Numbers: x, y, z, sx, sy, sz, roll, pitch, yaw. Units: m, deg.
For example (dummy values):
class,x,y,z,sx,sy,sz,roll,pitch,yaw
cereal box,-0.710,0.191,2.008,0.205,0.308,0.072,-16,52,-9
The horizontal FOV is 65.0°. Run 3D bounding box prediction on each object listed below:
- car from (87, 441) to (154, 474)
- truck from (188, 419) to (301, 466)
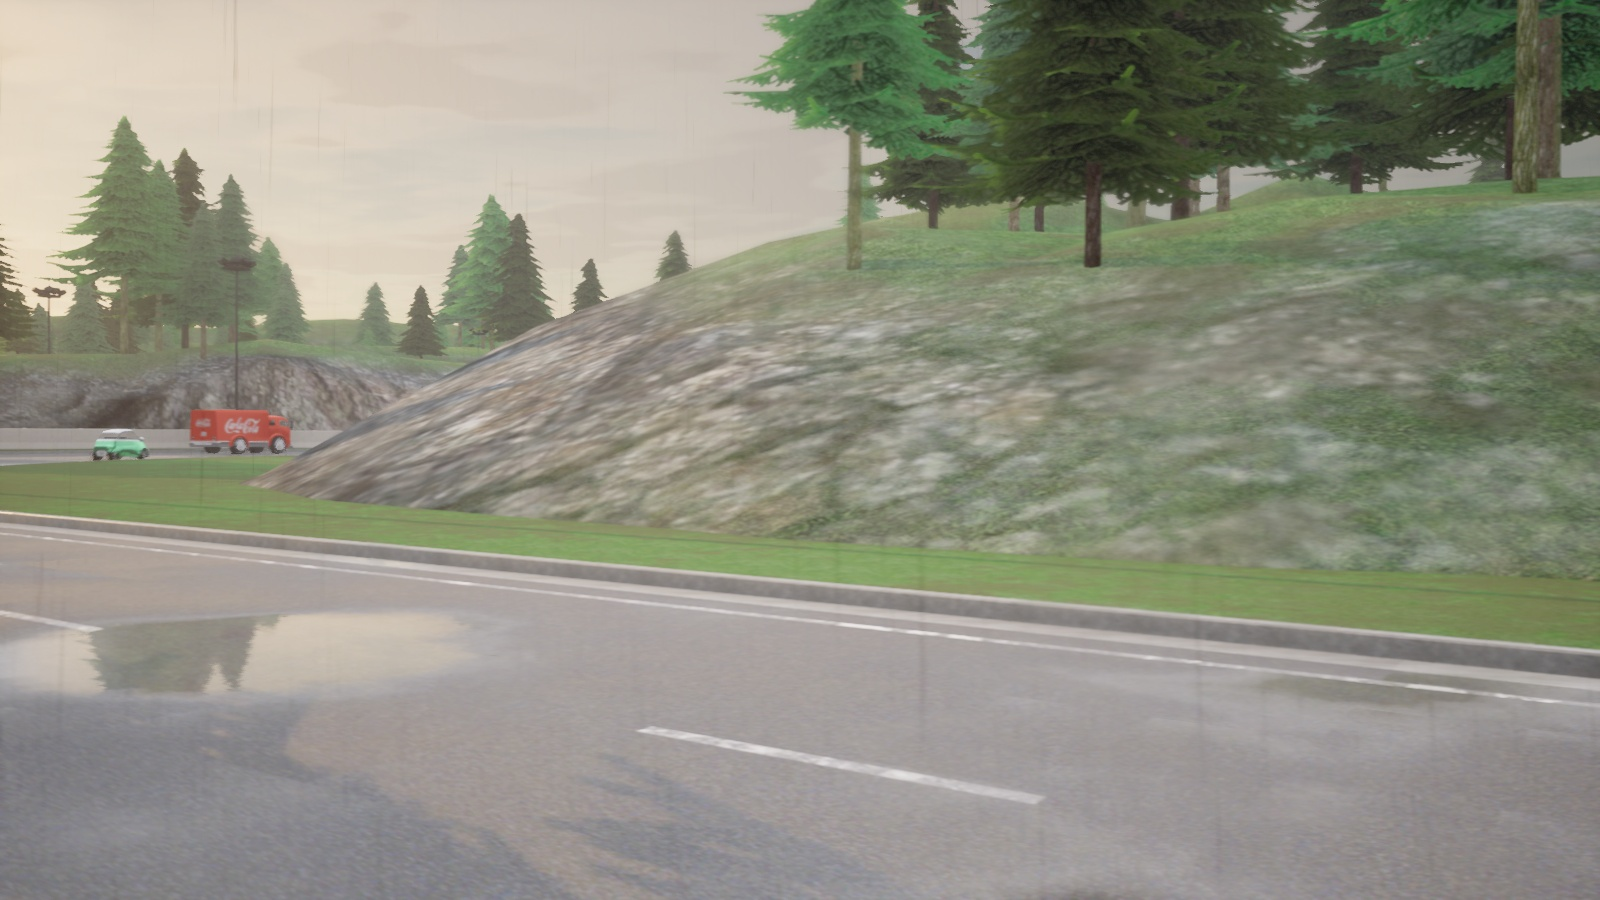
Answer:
class,x,y,z,sx,sy,sz,roll,pitch,yaw
car,-29.336,0.311,54.258,1.481,1.376,2.207,-1,1,9
truck,-31.055,-0.435,70.368,2.627,2.467,5.204,-1,1,29
